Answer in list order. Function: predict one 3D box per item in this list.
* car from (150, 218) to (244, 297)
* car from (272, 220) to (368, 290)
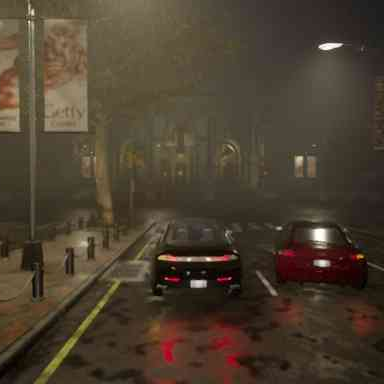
[{"bbox_3d":[0.076,1.386,8.322,2.128,1.511,4.902,0,1,-1],"label":"car"},{"bbox_3d":[3.248,1.450,8.976,1.994,1.385,4.181,0,1,14],"label":"car"}]
